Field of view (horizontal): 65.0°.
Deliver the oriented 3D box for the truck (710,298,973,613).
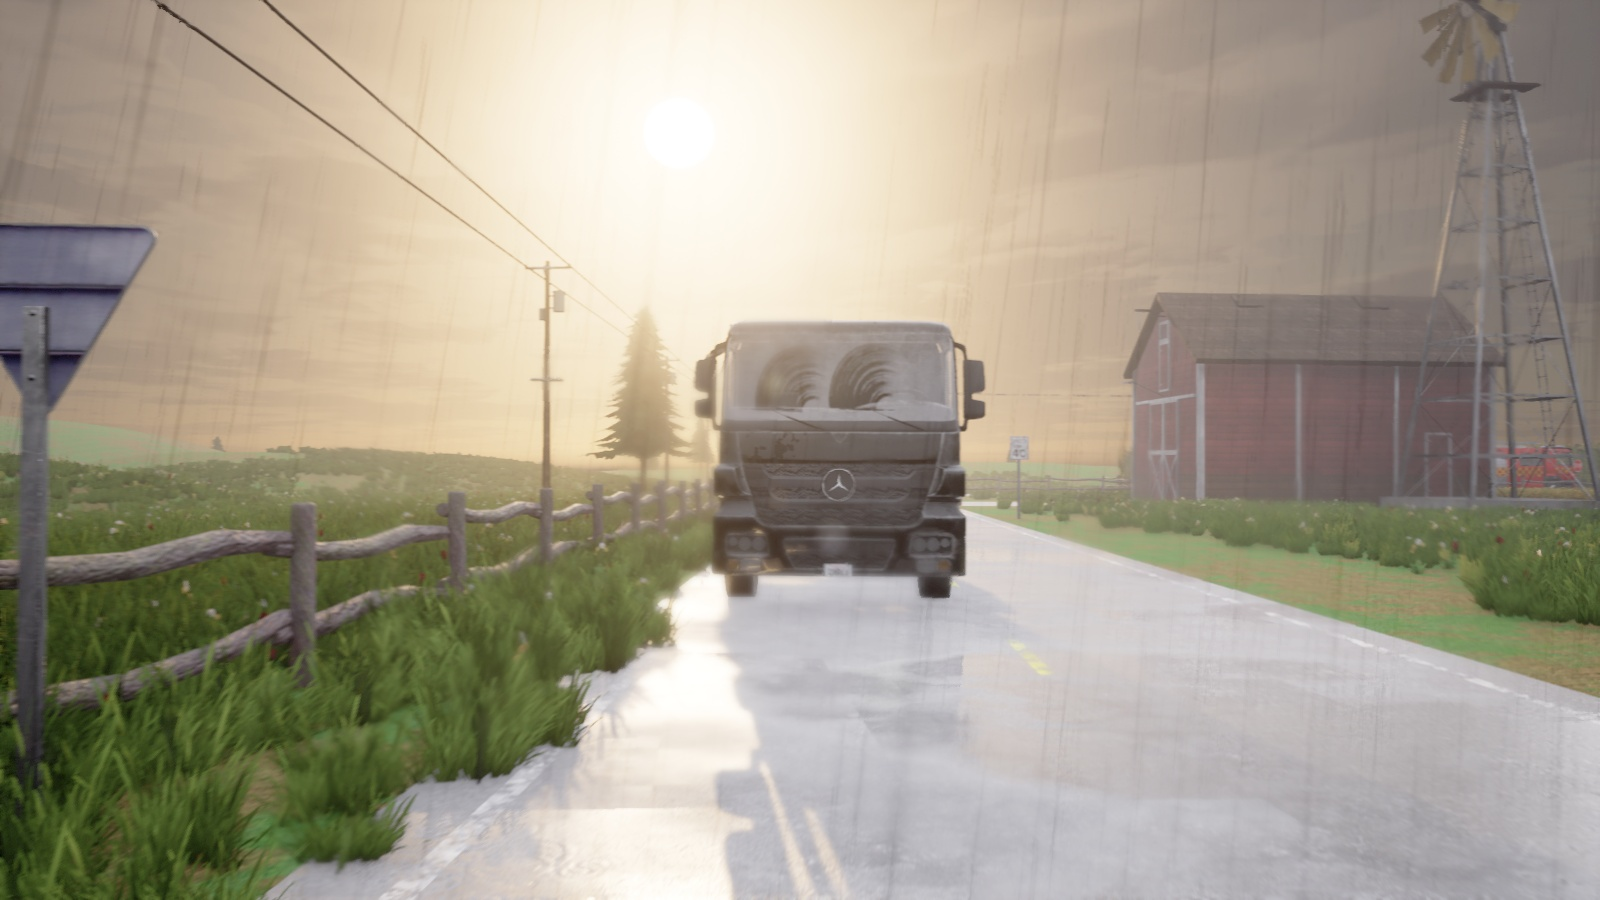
[{"bbox_3d":[0.563,0.128,17.841,2.891,3.462,7.936,0,-1,2],"label":"truck"}]
